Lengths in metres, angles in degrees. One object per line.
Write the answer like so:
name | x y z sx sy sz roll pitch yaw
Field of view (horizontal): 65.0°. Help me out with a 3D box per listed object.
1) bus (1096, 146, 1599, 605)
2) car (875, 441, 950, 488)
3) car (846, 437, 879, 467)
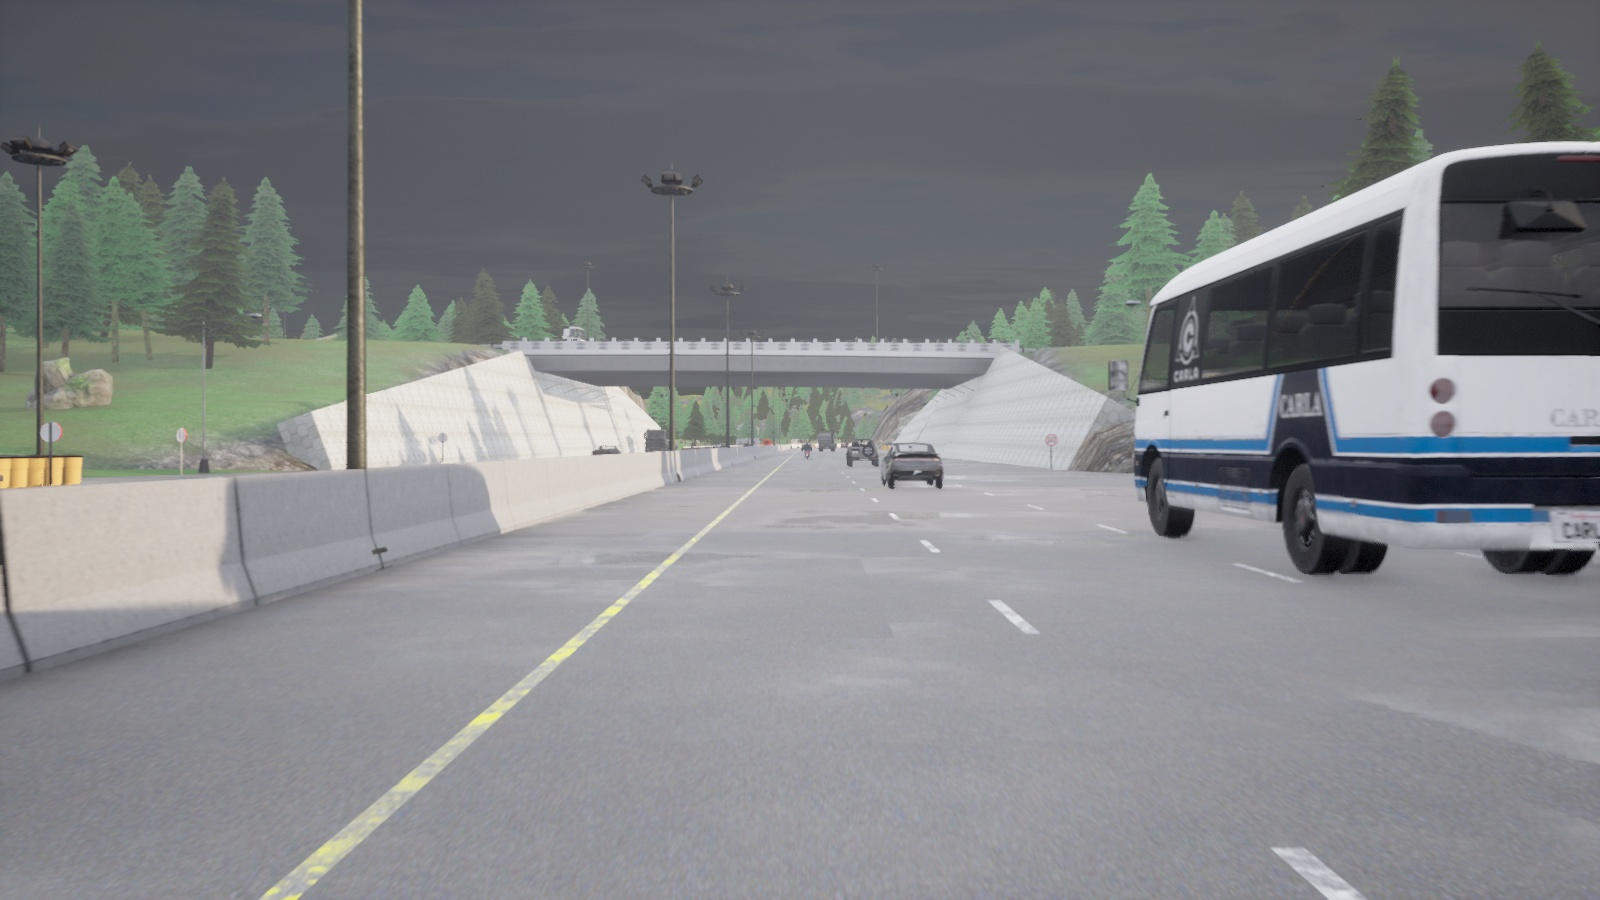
bus | 7.112 -0.719 16.799 3.944 4.253 10.273 0 0 0
car | 3.758 0.465 42.742 2.128 1.511 4.902 0 0 0
car | 3.973 0.113 80.522 1.932 1.855 4.605 0 0 0
